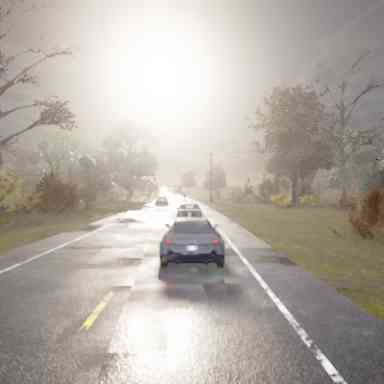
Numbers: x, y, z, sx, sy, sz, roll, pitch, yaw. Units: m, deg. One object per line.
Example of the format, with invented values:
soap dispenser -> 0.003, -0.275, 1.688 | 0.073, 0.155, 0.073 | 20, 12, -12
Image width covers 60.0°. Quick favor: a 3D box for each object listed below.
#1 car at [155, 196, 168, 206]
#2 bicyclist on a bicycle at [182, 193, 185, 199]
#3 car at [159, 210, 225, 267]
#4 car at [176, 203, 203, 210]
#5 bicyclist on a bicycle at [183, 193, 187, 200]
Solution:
car -> -4.539, 1.367, 50.297 | 1.812, 1.442, 4.674 | 0, 0, -2
bicyclist on a bicycle -> -2.311, 1.136, 94.153 | 0.866, 1.612, 1.509 | 0, 0, -4
car -> 0.001, 1.526, 11.243 | 1.994, 1.385, 4.181 | 0, 0, 0
car -> -0.187, 1.471, 24.161 | 2.033, 1.411, 5.357 | 0, 0, -1
bicyclist on a bicycle -> -1.717, 1.096, 85.152 | 0.659, 1.776, 1.843 | 0, 0, -4
